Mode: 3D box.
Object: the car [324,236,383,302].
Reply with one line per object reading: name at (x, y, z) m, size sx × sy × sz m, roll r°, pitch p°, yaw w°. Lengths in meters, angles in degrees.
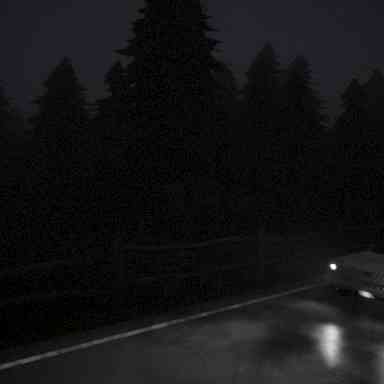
car at (5.127, 1.664, 7.638) m, size 4.718 × 1.301 × 1.895 m, roll 1°, pitch 0°, yaw -35°
